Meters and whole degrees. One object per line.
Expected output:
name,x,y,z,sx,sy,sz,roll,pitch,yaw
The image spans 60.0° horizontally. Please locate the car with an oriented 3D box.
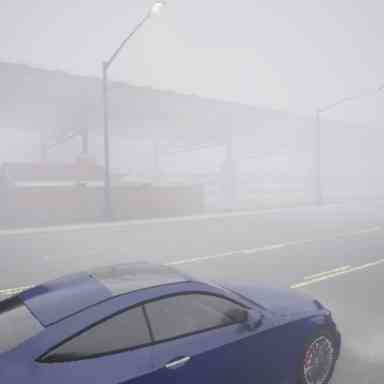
car,-0.393,1.503,3.466,4.674,1.442,1.812,-1,0,-35
